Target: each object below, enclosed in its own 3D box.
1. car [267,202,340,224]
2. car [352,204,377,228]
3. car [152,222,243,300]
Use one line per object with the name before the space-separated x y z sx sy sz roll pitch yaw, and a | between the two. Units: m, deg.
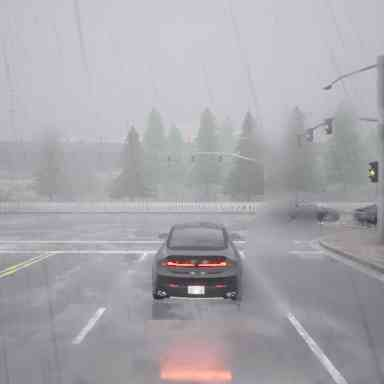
car | 7.876 1.440 23.636 4.902 1.511 2.128 0 0 0
car | 12.334 1.435 20.109 4.902 1.511 2.128 0 0 0
car | 0.173 1.505 8.368 1.837 1.490 4.892 0 0 2
